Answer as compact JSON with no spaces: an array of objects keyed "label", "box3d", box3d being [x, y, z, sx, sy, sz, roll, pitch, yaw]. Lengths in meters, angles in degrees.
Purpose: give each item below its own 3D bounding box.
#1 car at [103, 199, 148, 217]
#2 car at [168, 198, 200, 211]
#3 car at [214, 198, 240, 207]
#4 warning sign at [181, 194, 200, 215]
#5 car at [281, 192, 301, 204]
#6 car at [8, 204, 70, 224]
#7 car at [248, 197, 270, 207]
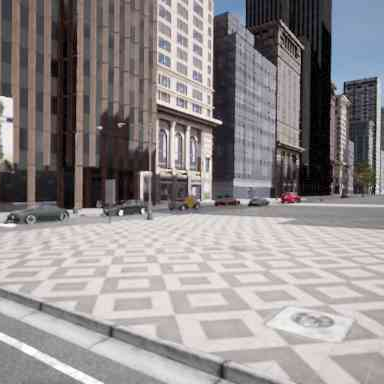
[{"label":"car","box3d":[-6.316,1.480,31.893,1.837,1.490,4.892,1,1,35]},{"label":"car","box3d":[-0.872,1.443,39.588,1.837,1.490,4.892,1,1,35]},{"label":"car","box3d":[5.082,1.498,47.945,1.895,1.301,4.718,1,1,36]},{"label":"warning sign","box3d":[-0.124,1.154,30.576,1.300,1.860,1.060,1,0,35]},{"label":"car","box3d":[18.120,1.080,60.936,2.150,2.045,5.566,1,1,36]},{"label":"car","box3d":[-11.325,1.573,24.814,1.994,1.385,4.181,1,1,35]},{"label":"car","box3d":[10.049,1.484,49.503,1.994,1.385,4.181,1,1,35]}]
